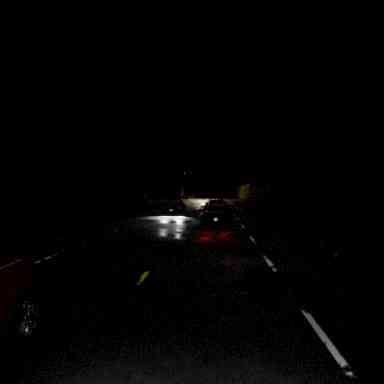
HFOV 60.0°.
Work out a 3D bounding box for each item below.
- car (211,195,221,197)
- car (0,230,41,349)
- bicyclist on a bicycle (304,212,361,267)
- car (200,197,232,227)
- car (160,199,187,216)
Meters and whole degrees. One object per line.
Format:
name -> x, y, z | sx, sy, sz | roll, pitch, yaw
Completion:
car -> 3.421, 1.214, 47.550 | 2.128, 1.511, 4.902 | 1, 0, 4
car -> -3.461, 1.278, 3.203 | 2.097, 1.767, 4.553 | 1, 0, 4
bicyclist on a bicycle -> 4.170, 1.418, 9.851 | 1.656, 1.620, 0.582 | 0, 0, 4
car -> 1.556, 1.334, 21.499 | 2.128, 1.511, 4.902 | 1, 1, 4
car -> -1.576, 1.302, 29.292 | 1.994, 1.385, 4.181 | 1, 0, 4
